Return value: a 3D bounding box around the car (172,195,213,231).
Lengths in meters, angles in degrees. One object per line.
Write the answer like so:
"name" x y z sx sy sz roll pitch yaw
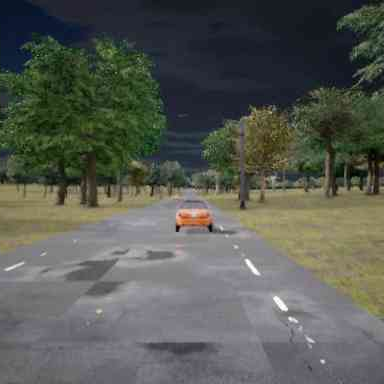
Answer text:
"car" 0.105 1.264 20.182 2.097 1.767 4.553 0 0 0

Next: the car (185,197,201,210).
"car" 0.112 1.363 41.347 1.812 1.442 4.674 0 0 0

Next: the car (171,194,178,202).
"car" -3.478 1.242 71.736 1.882 1.535 5.008 0 0 0
